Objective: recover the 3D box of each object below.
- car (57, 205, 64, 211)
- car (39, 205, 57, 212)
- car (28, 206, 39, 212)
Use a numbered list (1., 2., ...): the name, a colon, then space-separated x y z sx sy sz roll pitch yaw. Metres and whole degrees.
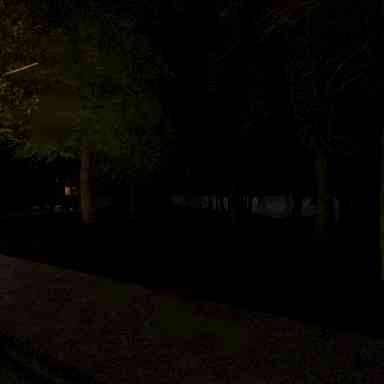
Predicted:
1. car: -35.087 4.237 87.486 2.128 1.511 4.902 0 -2 -9
2. car: -33.375 3.885 77.202 1.837 1.490 4.892 0 -2 -9
3. car: -36.794 3.999 77.956 2.033 1.411 5.357 0 -2 -9
